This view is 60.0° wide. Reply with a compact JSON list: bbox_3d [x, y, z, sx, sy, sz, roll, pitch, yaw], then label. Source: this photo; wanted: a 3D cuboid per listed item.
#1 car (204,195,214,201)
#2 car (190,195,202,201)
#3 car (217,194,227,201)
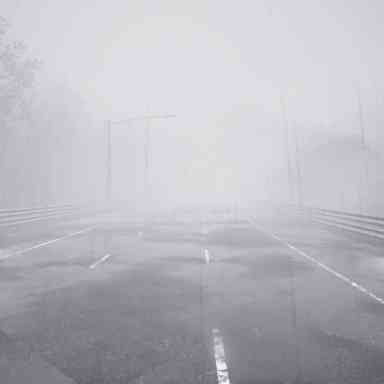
[{"bbox_3d":[4.129,1.676,85.789,1.895,1.301,4.718,0,0,7],"label":"car"},{"bbox_3d":[0.599,1.621,85.736,2.033,1.411,5.357,0,0,7],"label":"car"},{"bbox_3d":[7.693,1.437,86.132,2.097,1.767,4.553,0,0,7],"label":"car"}]
